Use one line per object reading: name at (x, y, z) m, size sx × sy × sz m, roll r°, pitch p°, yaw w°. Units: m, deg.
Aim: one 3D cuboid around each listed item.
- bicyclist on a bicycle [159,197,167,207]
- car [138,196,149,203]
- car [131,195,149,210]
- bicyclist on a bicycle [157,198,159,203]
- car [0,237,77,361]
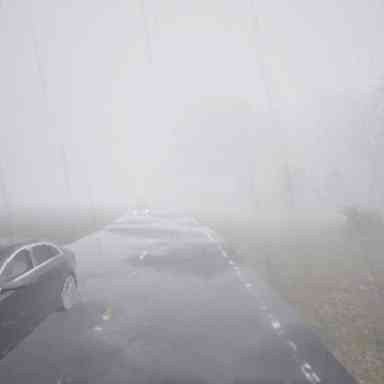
bicyclist on a bicycle at (-4.291, 1.660, 53.255) m, size 0.866 × 1.612 × 1.509 m, roll 0°, pitch 0°, yaw -11°
car at (-11.692, 1.817, 80.476) m, size 1.837 × 1.490 × 4.892 m, roll 0°, pitch 0°, yaw -17°
car at (-7.189, 1.559, 47.116) m, size 2.097 × 1.767 × 4.553 m, roll 0°, pitch 0°, yaw -9°
bicyclist on a bicycle at (-6.100, 1.694, 62.053) m, size 0.866 × 1.612 × 1.509 m, roll -1°, pitch -1°, yaw -13°
car at (-3.206, 1.520, 4.927) m, size 2.128 × 1.511 × 4.902 m, roll 0°, pitch 0°, yaw -1°
